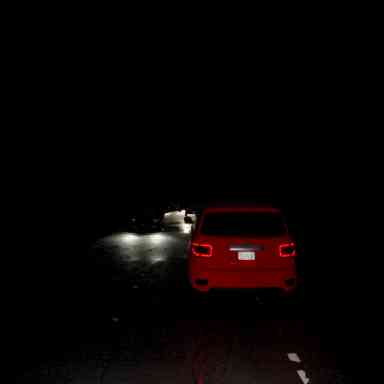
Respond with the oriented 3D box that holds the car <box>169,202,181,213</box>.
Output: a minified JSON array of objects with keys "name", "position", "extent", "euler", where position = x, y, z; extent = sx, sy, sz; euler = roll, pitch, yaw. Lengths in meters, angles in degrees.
[{"name":"car","position":[-2.651,2.317,50.148],"extent":[1.882,1.535,5.008],"euler":[0,-2,0]}]

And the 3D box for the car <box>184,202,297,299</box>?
[{"name":"car","position":[0.979,1.251,8.620],"extent":[2.150,2.045,5.566],"euler":[0,0,0]}]

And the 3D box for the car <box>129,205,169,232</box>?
[{"name":"car","position":[-2.807,1.644,21.719],"extent":[1.882,1.535,5.008],"euler":[0,-1,0]}]

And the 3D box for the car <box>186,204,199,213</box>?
[{"name":"car","position":[0.095,2.393,48.475],"extent":[1.895,1.301,4.718],"euler":[0,-2,0]}]

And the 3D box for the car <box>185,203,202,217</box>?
[{"name":"car","position":[0.144,2.048,38.526],"extent":[1.812,1.442,4.674],"euler":[0,-2,-1]}]
